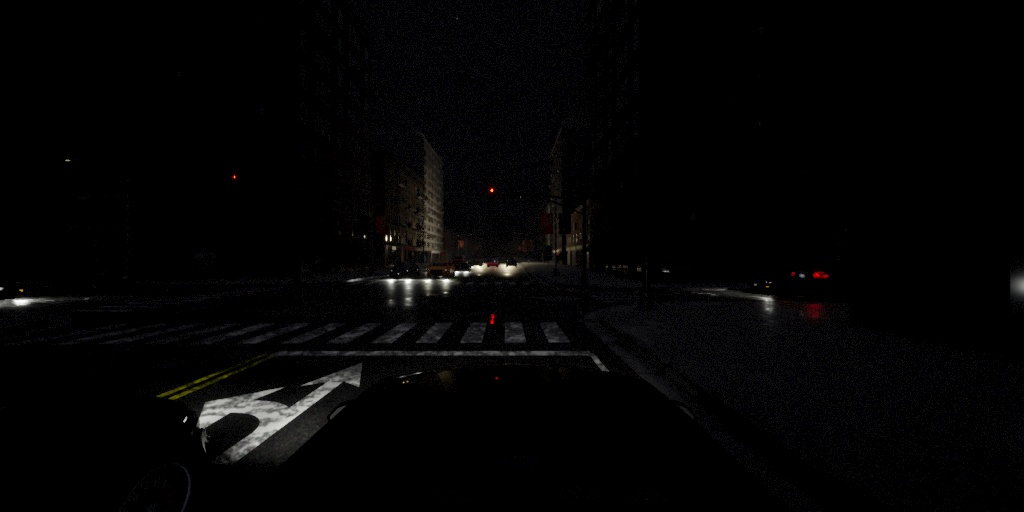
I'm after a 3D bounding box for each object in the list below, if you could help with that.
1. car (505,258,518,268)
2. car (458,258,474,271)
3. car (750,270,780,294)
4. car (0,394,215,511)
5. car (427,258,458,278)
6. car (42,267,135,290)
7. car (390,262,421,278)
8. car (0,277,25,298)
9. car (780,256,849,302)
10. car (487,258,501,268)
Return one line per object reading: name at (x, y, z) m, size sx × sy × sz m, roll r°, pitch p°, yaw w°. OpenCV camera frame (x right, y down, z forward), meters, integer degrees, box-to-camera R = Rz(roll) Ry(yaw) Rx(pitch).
car at (-0.093, 1.245, 62.235) m, size 1.837 × 1.490 × 4.892 m, roll 0°, pitch 0°, yaw 0°
car at (-6.665, 1.309, 48.098) m, size 1.994 × 1.385 × 4.181 m, roll 0°, pitch 0°, yaw 0°
car at (15.528, 1.300, 19.302) m, size 4.892 × 1.490 × 1.837 m, roll 0°, pitch 0°, yaw 0°
car at (-3.243, 1.276, 0.818) m, size 1.812 × 1.442 × 4.674 m, roll 0°, pitch 0°, yaw 0°
car at (-6.647, 1.226, 33.921) m, size 1.882 × 1.535 × 5.008 m, roll 0°, pitch 0°, yaw 0°
car at (-25.404, 1.330, 21.630) m, size 4.313 × 1.339 × 1.948 m, roll 0°, pitch 0°, yaw 0°
car at (-9.897, 1.274, 33.546) m, size 1.812 × 1.442 × 4.674 m, roll 0°, pitch 0°, yaw 0°
car at (-25.003, 1.306, 16.145) m, size 4.181 × 1.385 × 1.994 m, roll 0°, pitch 0°, yaw 0°
car at (16.093, 1.007, 16.495) m, size 5.566 × 2.045 × 2.150 m, roll 0°, pitch 0°, yaw 2°
car at (-3.344, 1.341, 62.677) m, size 1.895 × 1.301 × 4.718 m, roll 0°, pitch 0°, yaw 0°
